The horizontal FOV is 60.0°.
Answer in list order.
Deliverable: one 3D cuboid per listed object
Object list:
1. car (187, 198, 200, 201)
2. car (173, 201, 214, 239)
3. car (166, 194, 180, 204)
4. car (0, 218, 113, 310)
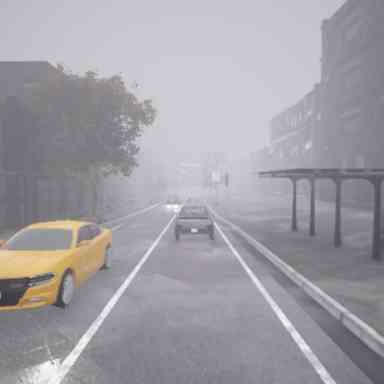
[{"bbox_3d":[0.159,1.351,36.331,2.033,1.411,5.357,0,1,0],"label":"car"},{"bbox_3d":[0.109,1.462,17.032,2.128,1.511,4.902,0,0,0],"label":"car"},{"bbox_3d":[-2.925,1.077,51.980,2.128,1.511,4.902,0,1,1],"label":"car"},{"bbox_3d":[-3.316,1.469,8.097,1.882,1.535,5.008,0,0,0],"label":"car"}]
